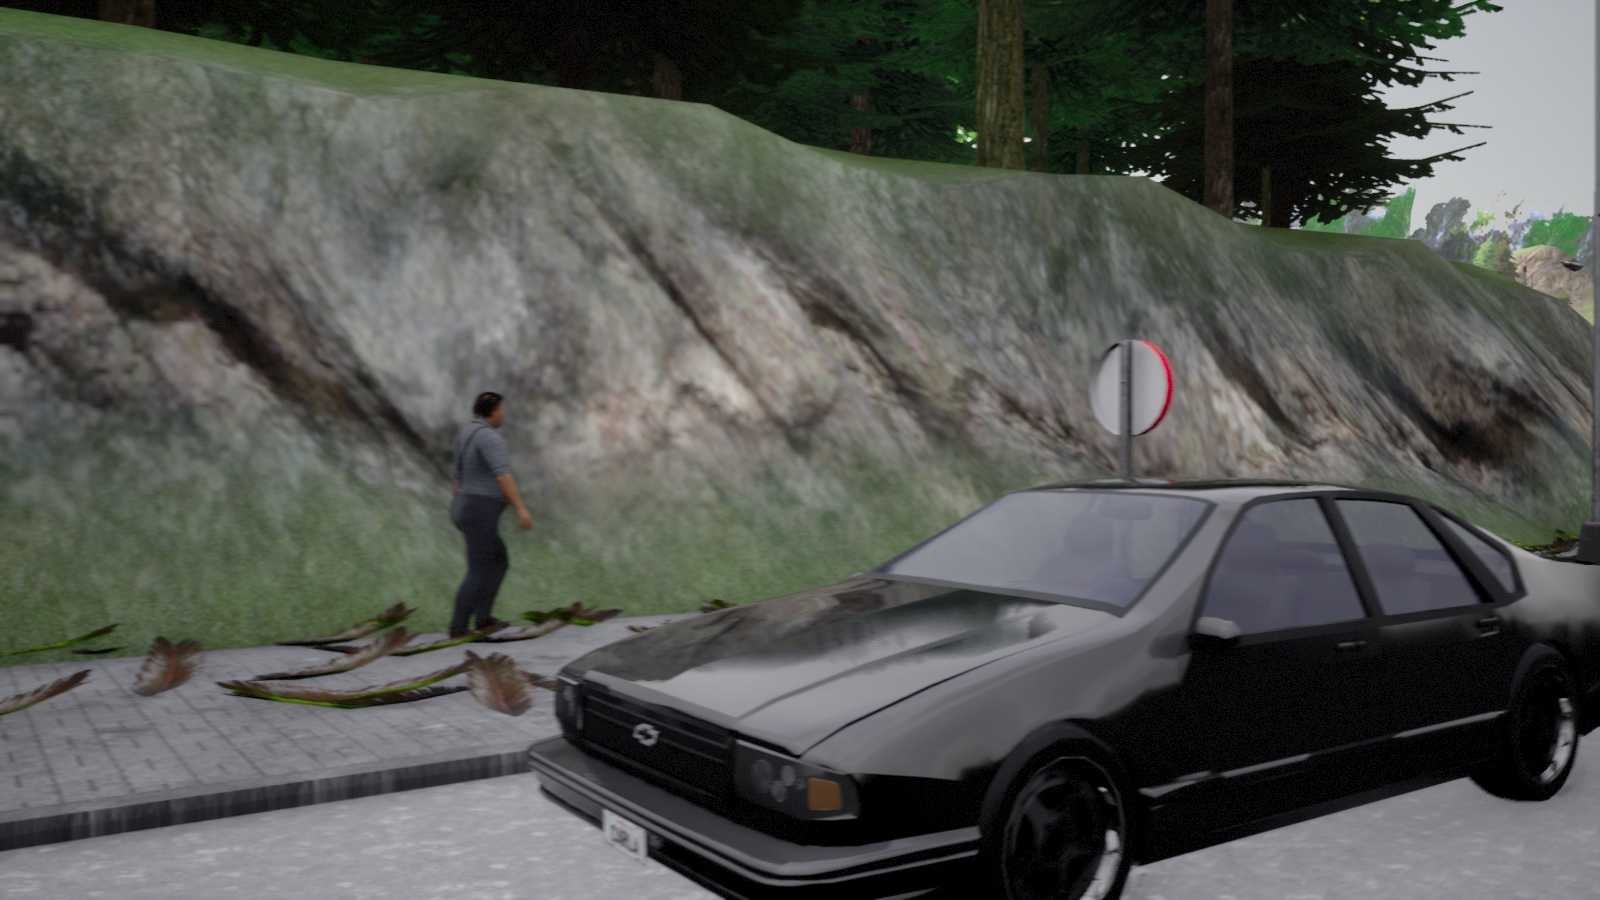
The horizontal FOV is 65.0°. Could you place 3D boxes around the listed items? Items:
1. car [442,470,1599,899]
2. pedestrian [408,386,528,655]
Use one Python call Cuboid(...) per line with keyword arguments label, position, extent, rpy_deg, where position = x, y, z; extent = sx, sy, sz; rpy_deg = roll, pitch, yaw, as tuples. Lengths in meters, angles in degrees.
Cuboid(label="car", position=(1.470, 0.815, 5.291), extent=(5.357, 1.411, 2.033), rpy_deg=(0, 0, -35))
Cuboid(label="pedestrian", position=(-2.396, 0.486, 9.068), extent=(0.694, 1.848, 0.540), rpy_deg=(0, 0, -35))
